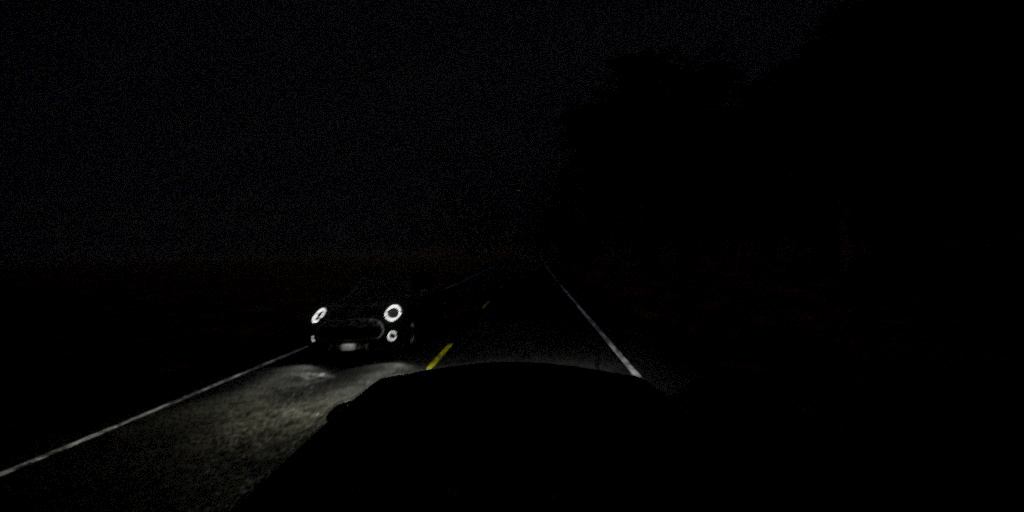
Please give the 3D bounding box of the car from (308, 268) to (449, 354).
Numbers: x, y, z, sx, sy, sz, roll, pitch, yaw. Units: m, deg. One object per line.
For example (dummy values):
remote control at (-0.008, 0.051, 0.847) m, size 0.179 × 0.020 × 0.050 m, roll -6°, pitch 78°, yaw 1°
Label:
car at (-3.113, 1.174, 9.280) m, size 2.097 × 1.767 × 4.553 m, roll -2°, pitch 0°, yaw 3°
